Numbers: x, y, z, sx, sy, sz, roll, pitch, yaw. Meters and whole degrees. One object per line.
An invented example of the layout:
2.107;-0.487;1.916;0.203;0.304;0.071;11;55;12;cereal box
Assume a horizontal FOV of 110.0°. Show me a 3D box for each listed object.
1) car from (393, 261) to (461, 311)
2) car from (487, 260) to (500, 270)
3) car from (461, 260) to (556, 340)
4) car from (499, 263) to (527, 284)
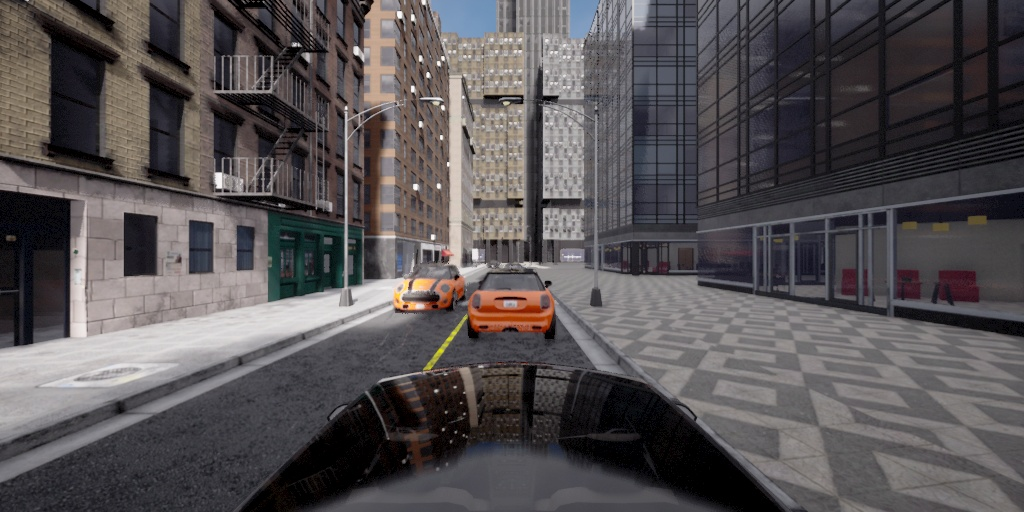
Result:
-3.099;1.113;14.329;2.097;1.767;4.553;0;0;0;car
-2.996;1.377;58.541;1.837;1.490;4.892;0;0;0;car
0.072;1.109;10.246;2.097;1.767;4.553;0;0;3;car
0.097;1.322;28.801;2.033;1.411;5.357;0;0;0;car
